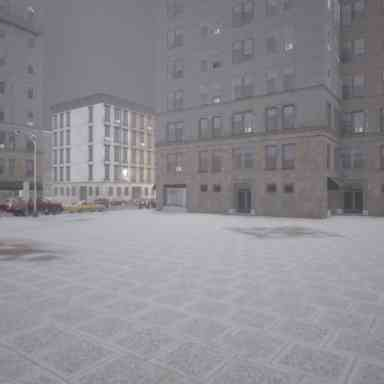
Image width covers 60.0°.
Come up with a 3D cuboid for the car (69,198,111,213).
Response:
[{"bbox_3d":[-11.479,1.554,36.007,1.752,1.417,4.829,0,0,36],"label":"car"}]

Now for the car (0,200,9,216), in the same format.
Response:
[{"bbox_3d":[-17.941,1.577,27.118,2.008,1.369,4.403,0,0,36],"label":"car"}]

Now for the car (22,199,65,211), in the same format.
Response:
[{"bbox_3d":[-18.070,1.542,40.588,2.008,1.369,4.403,0,0,36],"label":"car"}]

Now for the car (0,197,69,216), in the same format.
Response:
[{"bbox_3d":[-14.759,1.342,31.493,2.192,1.841,5.009,0,0,36],"label":"car"}]

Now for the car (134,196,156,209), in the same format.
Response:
[{"bbox_3d":[-5.218,1.472,44.620,1.967,1.590,4.097,0,0,36],"label":"car"}]

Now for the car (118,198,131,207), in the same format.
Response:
[{"bbox_3d":[-11.709,1.539,49.339,1.887,1.381,4.507,0,0,36],"label":"car"}]

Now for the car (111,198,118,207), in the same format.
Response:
[{"bbox_3d":[-12.570,1.509,43.831,1.837,1.490,4.892,0,0,36],"label":"car"}]

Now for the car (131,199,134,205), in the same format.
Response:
[{"bbox_3d":[-8.528,1.436,53.714,1.967,1.590,4.097,0,0,36],"label":"car"}]

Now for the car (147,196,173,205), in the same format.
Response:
[{"bbox_3d":[-5.448,1.523,57.952,1.752,1.417,4.829,0,0,36],"label":"car"}]
